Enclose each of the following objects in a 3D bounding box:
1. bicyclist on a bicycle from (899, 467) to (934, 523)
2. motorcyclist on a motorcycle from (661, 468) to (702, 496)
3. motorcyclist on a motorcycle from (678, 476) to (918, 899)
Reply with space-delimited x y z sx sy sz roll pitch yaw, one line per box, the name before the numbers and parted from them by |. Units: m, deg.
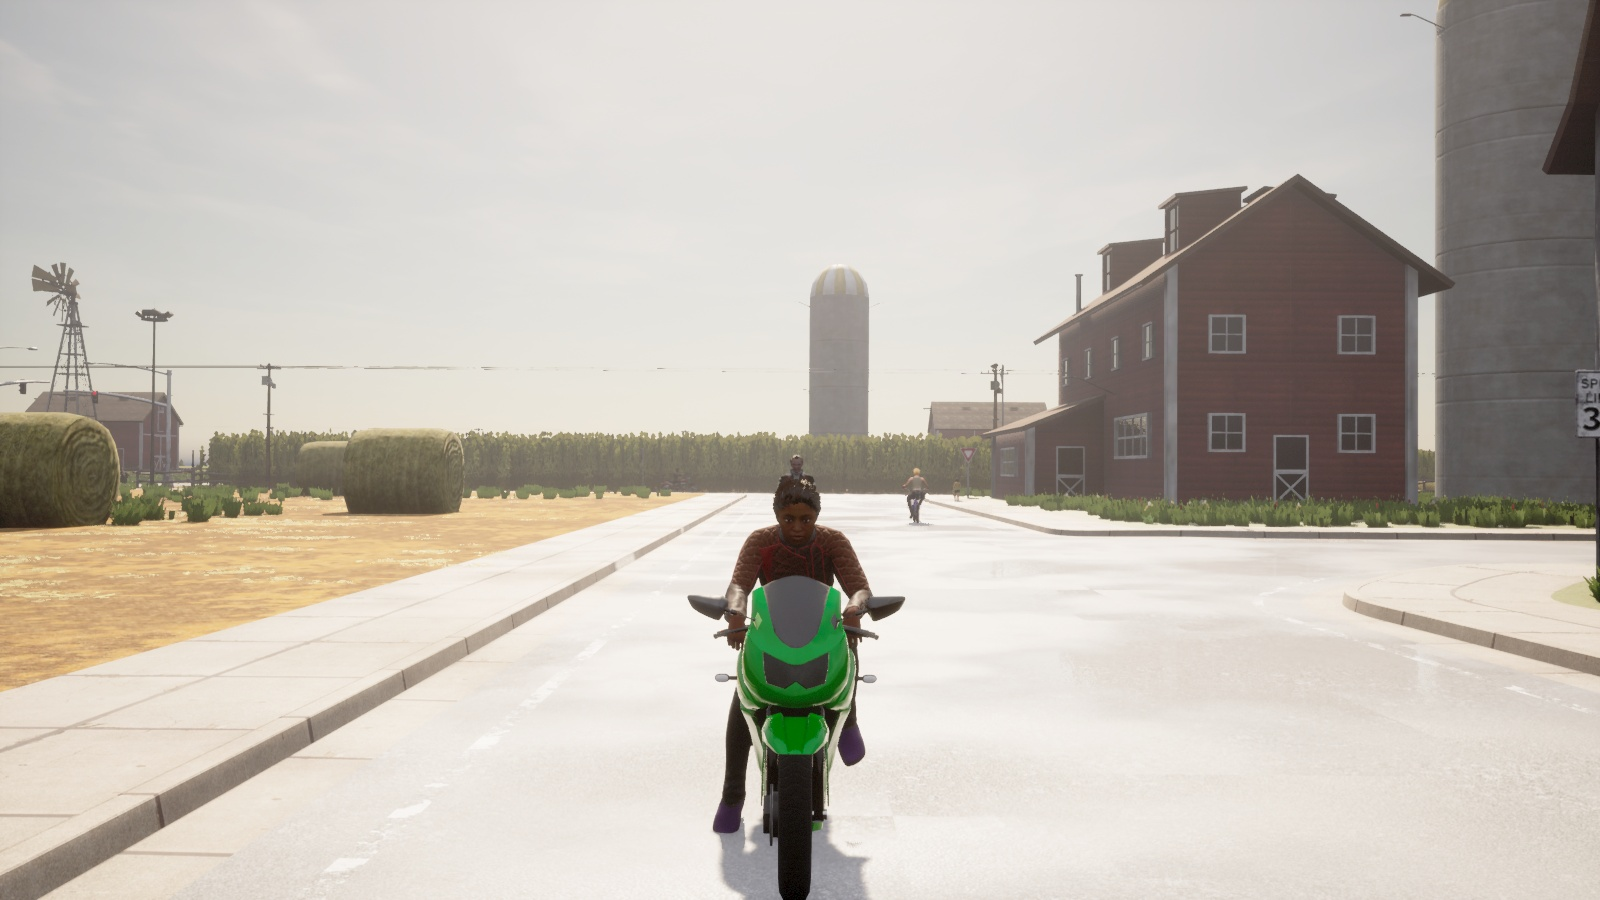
bicyclist on a bicycle | 3.401 1.307 36.752 0.866 1.612 1.509 0 -1 0
motorcyclist on a motorcycle | -7.145 1.942 75.630 2.350 1.649 0.766 0 -1 7
motorcyclist on a motorcycle | -0.010 0.878 5.209 0.797 1.523 2.044 0 -1 0
